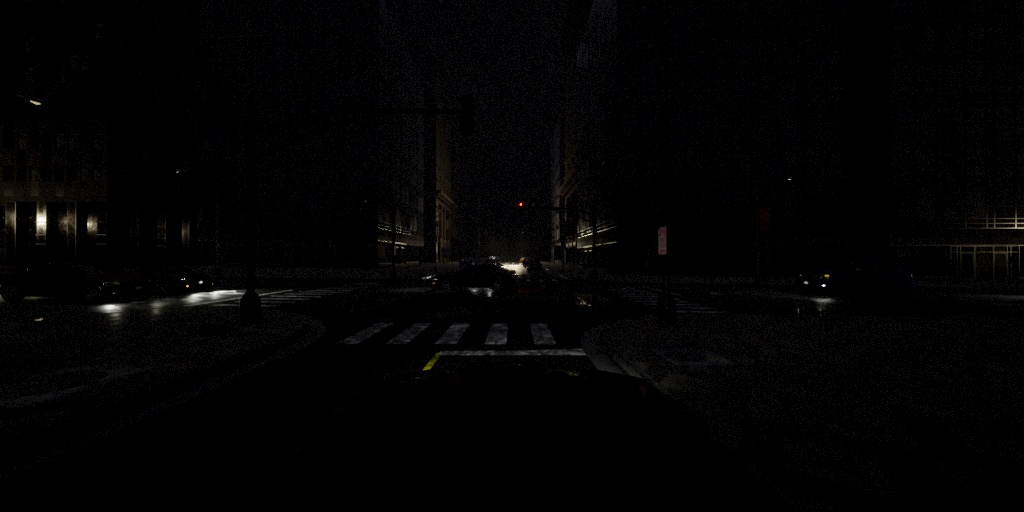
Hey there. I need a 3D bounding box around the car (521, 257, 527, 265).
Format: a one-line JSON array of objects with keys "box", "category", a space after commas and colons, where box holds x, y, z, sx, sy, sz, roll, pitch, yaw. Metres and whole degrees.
[{"box": [2.988, 1.270, 62.013, 1.802, 1.307, 4.207, 0, 0, 0], "category": "car"}]

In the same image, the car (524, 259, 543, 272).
[{"box": [2.880, 1.283, 45.065, 1.948, 1.339, 4.313, 0, 0, 0], "category": "car"}]

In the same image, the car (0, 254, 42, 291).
[{"box": [-27.029, 0.760, 17.843, 4.553, 1.767, 2.097, 1, 0, 0], "category": "car"}]

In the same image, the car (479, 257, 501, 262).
[{"box": [-2.875, 1.207, 46.321, 2.128, 1.511, 4.902, 0, 0, 0], "category": "car"}]

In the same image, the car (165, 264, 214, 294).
[{"box": [-17.419, 1.094, 17.786, 4.181, 1.385, 1.994, 1, 0, 0], "category": "car"}]

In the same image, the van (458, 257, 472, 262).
[{"box": [-5.646, 1.058, 45.118, 1.690, 1.789, 3.998, 0, 0, 0], "category": "van"}]

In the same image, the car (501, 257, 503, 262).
[{"box": [-2.796, 1.225, 56.221, 1.812, 1.442, 4.674, 0, 0, 0], "category": "car"}]

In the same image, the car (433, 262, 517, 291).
[{"box": [-2.189, 1.245, 21.145, 4.892, 1.490, 1.837, 0, 0, 0], "category": "car"}]

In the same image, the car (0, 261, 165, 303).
[{"box": [-17.610, 0.994, 14.538, 5.008, 1.535, 1.882, 1, 0, 0], "category": "car"}]

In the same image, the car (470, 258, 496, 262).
[{"box": [-2.930, 1.252, 37.204, 1.812, 1.442, 4.674, 0, 0, 0], "category": "car"}]

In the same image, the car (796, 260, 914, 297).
[{"box": [20.025, 1.265, 21.028, 5.566, 2.045, 2.150, 1, 0, 0], "category": "car"}]
